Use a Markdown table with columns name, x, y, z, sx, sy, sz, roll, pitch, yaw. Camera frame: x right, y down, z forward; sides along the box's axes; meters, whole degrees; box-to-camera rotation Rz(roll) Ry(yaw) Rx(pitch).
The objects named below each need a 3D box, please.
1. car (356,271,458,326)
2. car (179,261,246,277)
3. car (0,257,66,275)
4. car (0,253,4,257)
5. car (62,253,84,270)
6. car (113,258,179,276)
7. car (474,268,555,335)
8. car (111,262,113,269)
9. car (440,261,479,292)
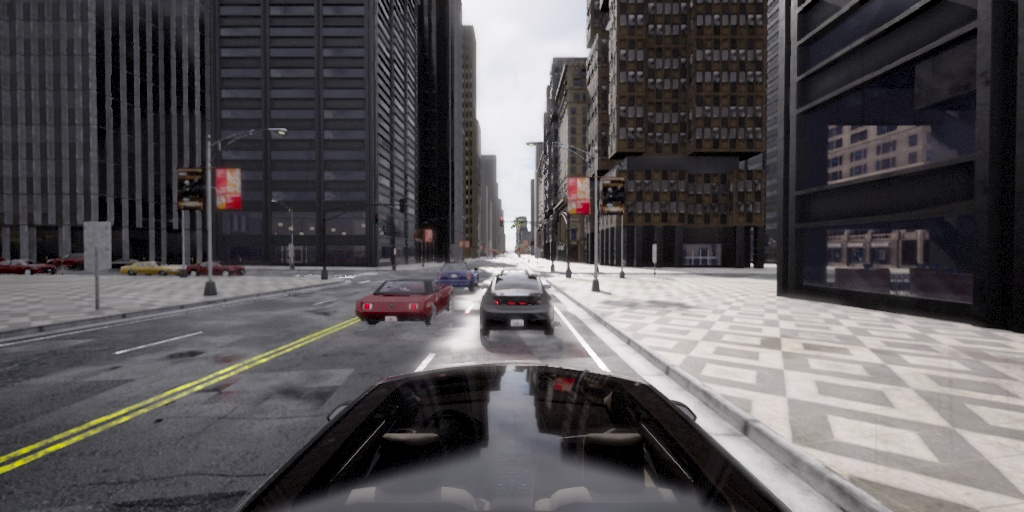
| name | x | y | z | sx | sy | sz | roll | pitch | yaw |
| --- | --- | --- | --- | --- | --- | --- | --- | --- | --- |
| car | -3.133 | 1.343 | 11.550 | 1.895 | 1.301 | 4.718 | 0 | 0 | 0 |
| car | -25.968 | 1.136 | 31.534 | 4.507 | 1.381 | 1.888 | 0 | 0 | 0 |
| car | -42.843 | 0.995 | 31.473 | 4.507 | 1.381 | 1.888 | 0 | 0 | 0 |
| car | -48.468 | 0.714 | 31.452 | 5.009 | 1.841 | 2.192 | 0 | 0 | 0 |
| car | -48.496 | 0.607 | 39.977 | 5.009 | 1.841 | 2.192 | 0 | 0 | 0 |
| car | -31.424 | 1.071 | 31.514 | 4.829 | 1.417 | 1.751 | 0 | 0 | 0 |
| car | 0.121 | 1.248 | 10.419 | 1.837 | 1.490 | 4.892 | 0 | 0 | 0 |
| car | -42.871 | 0.909 | 39.998 | 4.313 | 1.339 | 1.948 | 0 | 0 | 0 |
| car | -3.140 | 1.084 | 21.300 | 2.097 | 1.767 | 4.553 | 0 | 0 | -1 |
